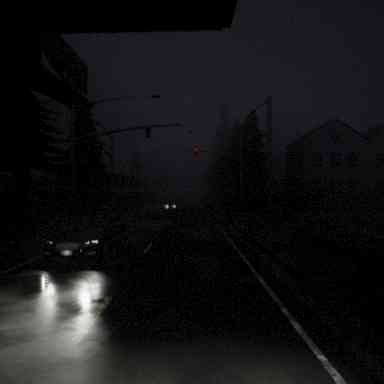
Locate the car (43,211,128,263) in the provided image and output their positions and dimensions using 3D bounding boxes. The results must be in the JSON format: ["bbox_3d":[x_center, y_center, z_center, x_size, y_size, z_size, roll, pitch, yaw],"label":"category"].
[{"bbox_3d":[-3.566,1.471,11.945,2.128,1.511,4.902,0,0,0],"label":"car"}]

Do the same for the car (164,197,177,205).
[{"bbox_3d":[-3.534,1.462,56.274,1.994,1.385,4.181,0,0,0],"label":"car"}]
